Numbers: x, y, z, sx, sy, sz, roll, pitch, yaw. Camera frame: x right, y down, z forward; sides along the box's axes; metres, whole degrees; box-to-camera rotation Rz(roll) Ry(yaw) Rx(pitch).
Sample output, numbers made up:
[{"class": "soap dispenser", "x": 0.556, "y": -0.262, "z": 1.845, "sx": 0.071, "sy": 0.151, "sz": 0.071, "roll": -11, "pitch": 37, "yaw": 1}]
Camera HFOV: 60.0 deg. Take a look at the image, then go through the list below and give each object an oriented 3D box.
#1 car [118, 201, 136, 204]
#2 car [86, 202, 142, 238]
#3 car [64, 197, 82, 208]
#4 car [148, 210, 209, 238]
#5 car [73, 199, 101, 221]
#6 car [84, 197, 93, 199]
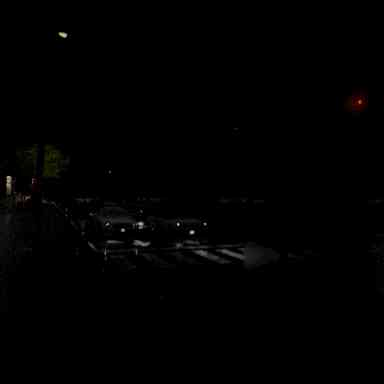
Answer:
[{"class": "car", "x": -5.719, "y": 1.558, "z": 29.148, "sx": 1.837, "sy": 1.490, "sz": 4.892, "roll": 2, "pitch": 0, "yaw": -24}, {"class": "car", "x": -4.180, "y": 1.490, "z": 17.530, "sx": 1.812, "sy": 1.442, "sz": 4.674, "roll": 2, "pitch": -1, "yaw": -25}, {"class": "car", "x": -17.063, "y": 1.598, "z": 47.026, "sx": 1.895, "sy": 1.301, "sz": 4.718, "roll": 2, "pitch": -1, "yaw": -23}, {"class": "car", "x": -0.874, "y": 1.652, "z": 18.136, "sx": 1.895, "sy": 1.301, "sz": 4.718, "roll": 2, "pitch": -1, "yaw": -24}, {"class": "car", "x": -8.312, "y": 1.531, "z": 26.997, "sx": 1.994, "sy": 1.385, "sz": 4.181, "roll": 2, "pitch": -1, "yaw": -22}, {"class": "car", "x": -14.570, "y": 1.654, "z": 49.446, "sx": 1.994, "sy": 1.385, "sz": 4.181, "roll": 2, "pitch": -1, "yaw": -23}]
